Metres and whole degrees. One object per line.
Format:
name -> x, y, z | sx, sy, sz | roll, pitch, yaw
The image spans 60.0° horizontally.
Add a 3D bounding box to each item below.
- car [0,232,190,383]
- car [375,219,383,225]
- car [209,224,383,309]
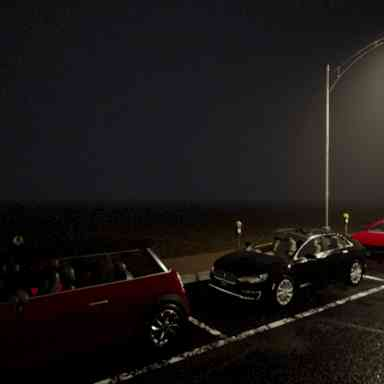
car -> -2.111, 1.441, 4.581 | 4.097, 1.590, 1.967 | 0, 1, -35
car -> 6.902, 1.552, 11.012 | 4.507, 1.381, 1.887 | 0, 1, -35
car -> 2.395, 1.555, 7.797 | 4.403, 1.369, 2.008 | 0, 1, -35
